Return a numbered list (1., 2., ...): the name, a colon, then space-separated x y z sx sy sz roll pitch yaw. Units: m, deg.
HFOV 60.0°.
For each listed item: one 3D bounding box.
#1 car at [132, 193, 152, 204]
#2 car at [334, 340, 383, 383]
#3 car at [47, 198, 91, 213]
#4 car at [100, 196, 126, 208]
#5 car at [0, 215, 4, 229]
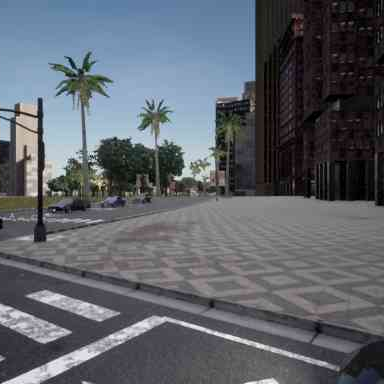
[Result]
1. car: -8.087 0.994 53.670 2.097 1.767 4.553 0 1 11
2. car: 3.181 1.505 1.441 4.892 1.490 1.837 0 0 34
3. car: -12.444 1.362 34.196 2.033 1.411 5.357 0 0 14
4. car: -10.218 1.259 43.589 1.812 1.442 4.674 0 1 13
5. car: -10.983 1.191 14.299 2.150 2.045 5.566 0 0 17
